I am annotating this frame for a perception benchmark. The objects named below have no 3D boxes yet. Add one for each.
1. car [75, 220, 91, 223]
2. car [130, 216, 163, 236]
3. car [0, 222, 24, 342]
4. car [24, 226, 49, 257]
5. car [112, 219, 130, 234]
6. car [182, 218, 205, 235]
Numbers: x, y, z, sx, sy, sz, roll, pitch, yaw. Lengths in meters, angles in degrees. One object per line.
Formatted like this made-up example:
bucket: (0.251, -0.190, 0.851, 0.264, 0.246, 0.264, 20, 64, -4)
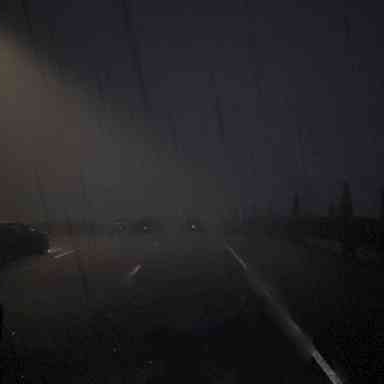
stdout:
car: (-17.535, 5.397, 52.851, 2.150, 2.045, 5.566, 0, -6, 1)
car: (-3.398, 2.687, 26.780, 1.882, 1.535, 5.008, 0, -5, 0)
car: (-3.401, 1.243, 1.739, 2.150, 2.045, 5.566, 0, 0, 0)
car: (-6.898, 1.795, 12.097, 1.994, 1.385, 4.181, 0, -2, 0)
car: (-6.897, 3.524, 34.419, 2.128, 1.511, 4.902, 0, -7, 0)
car: (0.103, 3.027, 29.318, 1.994, 1.385, 4.181, 0, -6, 0)
